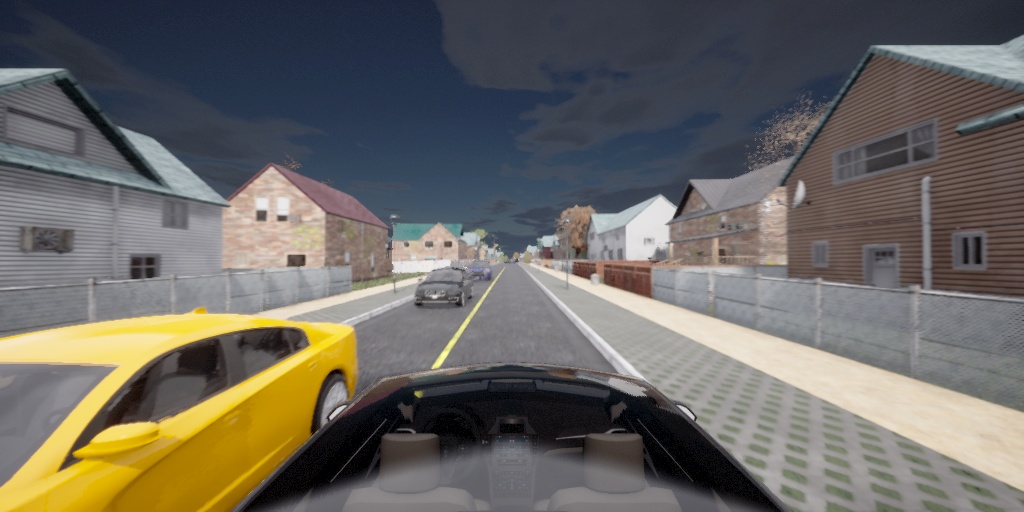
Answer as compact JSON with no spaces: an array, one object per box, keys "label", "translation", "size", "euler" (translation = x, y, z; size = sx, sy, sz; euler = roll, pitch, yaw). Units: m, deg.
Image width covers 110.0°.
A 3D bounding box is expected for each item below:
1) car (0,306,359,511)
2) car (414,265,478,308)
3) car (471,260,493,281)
[{"label":"car","translation":[-2.846,1.230,2.438],"size":[1.882,1.535,5.008],"euler":[0,0,0]},{"label":"car","translation":[-2.774,1.273,15.418],"size":[1.837,1.490,4.892],"euler":[0,-1,0]},{"label":"car","translation":[-2.752,1.157,30.738],"size":[2.097,1.767,4.553],"euler":[0,0,0]}]
